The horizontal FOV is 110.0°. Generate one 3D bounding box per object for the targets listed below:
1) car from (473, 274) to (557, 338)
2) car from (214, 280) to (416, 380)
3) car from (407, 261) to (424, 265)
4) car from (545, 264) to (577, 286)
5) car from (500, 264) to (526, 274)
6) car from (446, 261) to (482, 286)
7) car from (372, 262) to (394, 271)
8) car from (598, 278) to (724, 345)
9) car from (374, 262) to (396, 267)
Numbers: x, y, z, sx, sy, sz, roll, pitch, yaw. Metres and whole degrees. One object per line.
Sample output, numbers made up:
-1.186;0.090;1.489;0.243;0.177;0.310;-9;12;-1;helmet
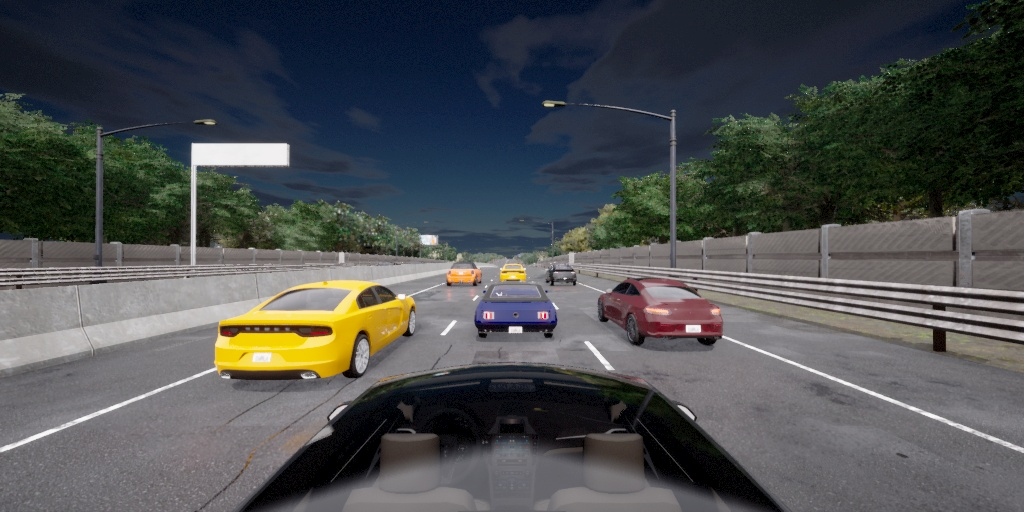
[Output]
0.093;1.364;10.205;1.895;1.301;4.718;0;0;0;car
-3.406;1.234;7.358;1.882;1.535;5.008;0;0;0;car
-14.129;1.469;52.321;2.097;1.767;4.553;0;-1;0;car
3.578;1.359;26.721;2.128;1.511;4.902;0;-1;0;car
0.072;1.356;27.937;1.882;1.535;5.008;0;-1;0;car
-3.430;1.217;26.407;2.097;1.767;4.553;0;-1;1;car
-21.092;1.760;58.667;1.994;1.385;4.181;0;-1;1;car
3.592;1.287;9.411;1.812;1.442;4.674;0;0;0;car
-17.633;1.604;50.727;1.837;1.490;4.892;0;-1;0;car
